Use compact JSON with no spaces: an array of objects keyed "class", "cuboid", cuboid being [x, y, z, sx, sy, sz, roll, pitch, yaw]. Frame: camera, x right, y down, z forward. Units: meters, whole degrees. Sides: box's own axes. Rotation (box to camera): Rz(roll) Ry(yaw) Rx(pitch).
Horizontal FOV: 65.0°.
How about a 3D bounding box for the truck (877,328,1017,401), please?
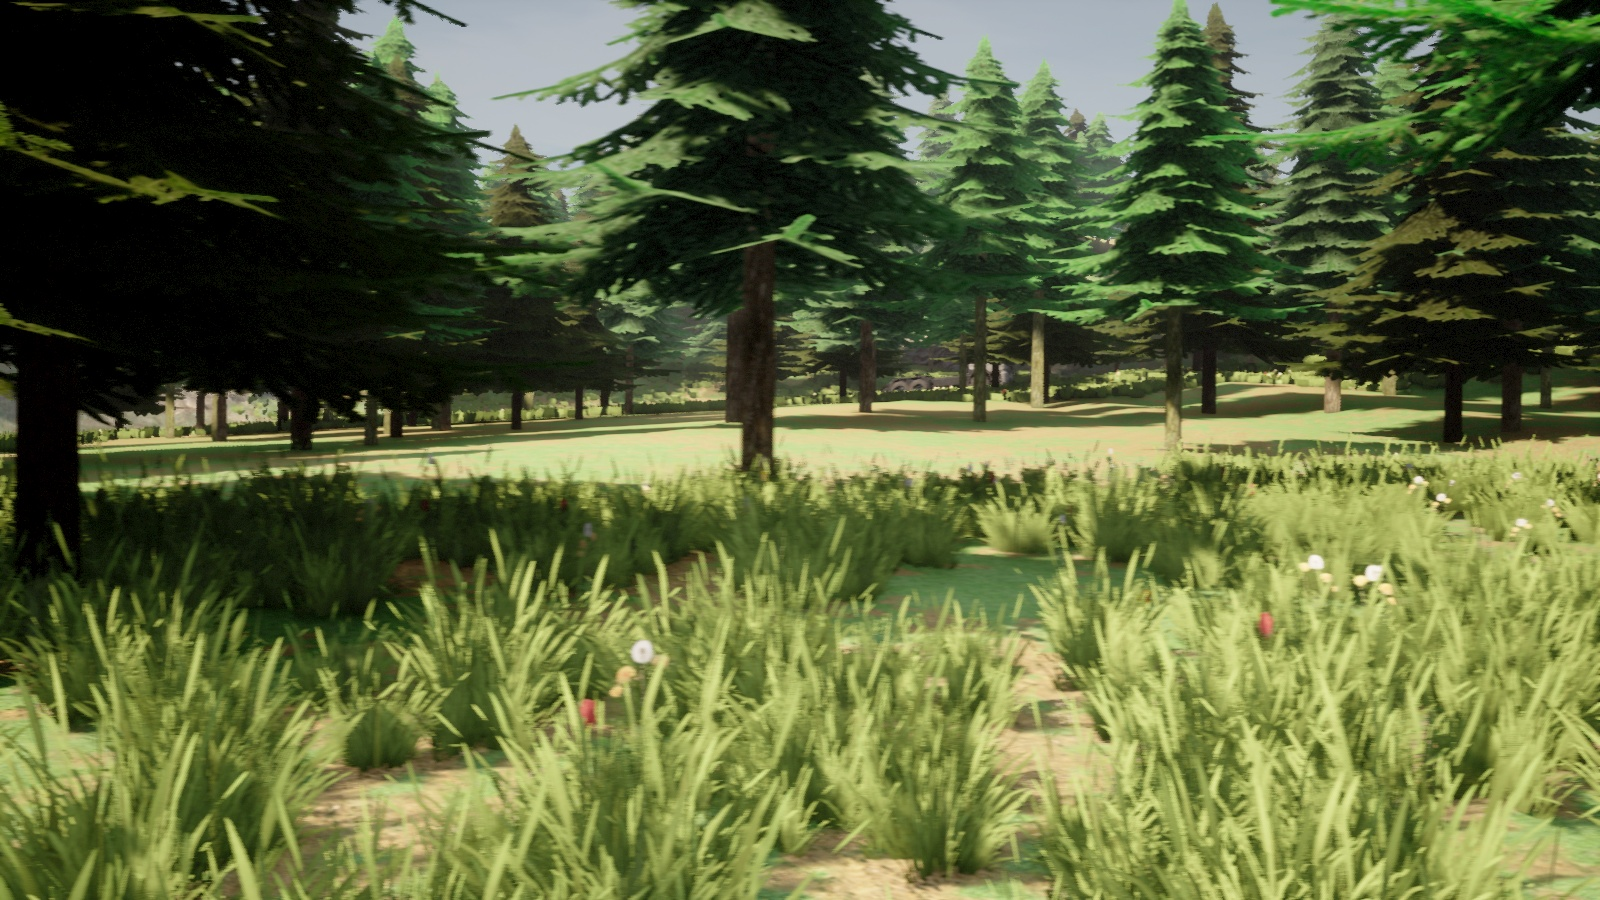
[{"class":"truck","cuboid":[9.159,-5.248,78.021,7.936,3.462,2.891,-6,-1,17]}]
